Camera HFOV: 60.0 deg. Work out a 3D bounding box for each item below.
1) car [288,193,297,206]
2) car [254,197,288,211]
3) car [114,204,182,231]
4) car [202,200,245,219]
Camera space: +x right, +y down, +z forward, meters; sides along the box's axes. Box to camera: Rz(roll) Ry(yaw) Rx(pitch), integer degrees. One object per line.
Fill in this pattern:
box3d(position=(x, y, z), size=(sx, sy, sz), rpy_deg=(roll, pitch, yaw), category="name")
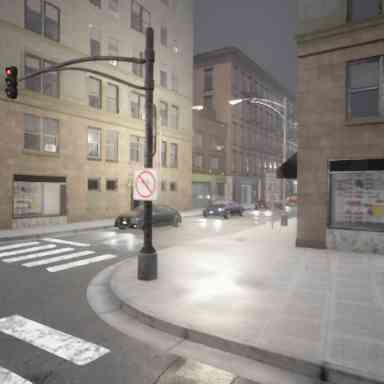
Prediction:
box3d(position=(13.760, 0.865, 42.964), size=(2.097, 1.767, 4.553), rpy_deg=(1, 1, 34), category="car")
box3d(position=(8.035, 1.186, 34.456), size=(1.994, 1.385, 4.181), rpy_deg=(1, 1, 34), category="car")
box3d(position=(-2.382, 1.384, 18.865), size=(1.994, 1.385, 4.181), rpy_deg=(1, 1, 34), category="car")
box3d(position=(2.534, 1.292, 26.231), size=(1.994, 1.385, 4.181), rpy_deg=(1, 1, 34), category="car")
